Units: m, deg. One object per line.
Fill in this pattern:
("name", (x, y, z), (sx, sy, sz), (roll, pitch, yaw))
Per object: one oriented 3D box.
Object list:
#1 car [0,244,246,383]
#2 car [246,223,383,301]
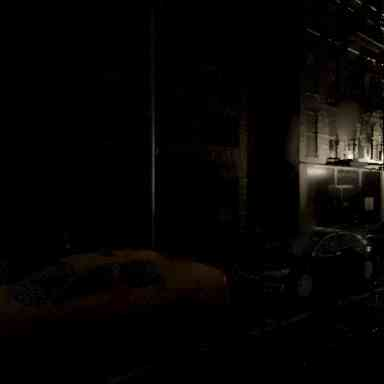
("car", (-1.586, 1.533, 5.071), (4.829, 1.417, 1.752), (0, 0, -35))
("car", (2.954, 1.587, 8.307), (4.403, 1.369, 2.008), (0, 0, -35))
